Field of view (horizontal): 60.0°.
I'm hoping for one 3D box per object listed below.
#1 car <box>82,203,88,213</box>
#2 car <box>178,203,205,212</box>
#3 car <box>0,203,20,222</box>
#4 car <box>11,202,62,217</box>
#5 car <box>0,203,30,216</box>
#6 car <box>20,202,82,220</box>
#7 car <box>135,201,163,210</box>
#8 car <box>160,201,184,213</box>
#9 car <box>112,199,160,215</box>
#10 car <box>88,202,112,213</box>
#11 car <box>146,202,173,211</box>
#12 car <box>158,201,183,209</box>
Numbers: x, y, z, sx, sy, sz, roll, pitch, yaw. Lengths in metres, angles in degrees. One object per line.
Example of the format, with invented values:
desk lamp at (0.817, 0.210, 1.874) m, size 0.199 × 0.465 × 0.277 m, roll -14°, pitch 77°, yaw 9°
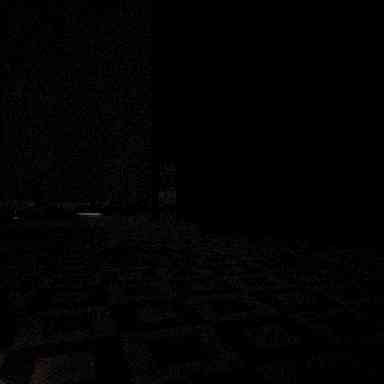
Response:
car at (-13.532, 2.015, 44.904) m, size 1.887 × 1.381 × 4.507 m, roll -1°, pitch -2°, yaw 35°
car at (-0.040, 2.245, 49.149) m, size 1.802 × 1.307 × 4.206 m, roll -1°, pitch -2°, yaw 36°
car at (-16.416, 1.774, 26.162) m, size 1.947 × 1.339 × 4.313 m, roll -1°, pitch -2°, yaw 35°
car at (-16.666, 1.851, 35.897) m, size 1.812 × 1.442 × 4.674 m, roll 0°, pitch -1°, yaw 36°
car at (-20.080, 1.841, 35.711) m, size 2.008 × 1.369 × 4.403 m, roll -1°, pitch -1°, yaw 35°
car at (-13.044, 1.823, 30.897) m, size 1.752 × 1.417 × 4.829 m, roll -1°, pitch -2°, yaw 35°
car at (-6.983, 2.208, 54.096) m, size 2.008 × 1.369 × 4.403 m, roll -1°, pitch -2°, yaw 35°
car at (-3.319, 2.113, 44.548) m, size 1.887 × 1.381 × 4.507 m, roll -1°, pitch -2°, yaw 35°
car at (-6.594, 1.790, 39.958) m, size 2.192 × 1.841 × 5.009 m, roll -1°, pitch -2°, yaw 35°
car at (-10.884, 2.011, 43.995) m, size 1.812 × 1.442 × 4.674 m, roll 0°, pitch -1°, yaw 35°
car at (-5.030, 2.216, 52.150) m, size 1.994 × 1.385 × 4.181 m, roll 0°, pitch -1°, yaw 37°
car at (-3.709, 2.304, 58.692) m, size 2.008 × 1.369 × 4.403 m, roll -1°, pitch -2°, yaw 35°
